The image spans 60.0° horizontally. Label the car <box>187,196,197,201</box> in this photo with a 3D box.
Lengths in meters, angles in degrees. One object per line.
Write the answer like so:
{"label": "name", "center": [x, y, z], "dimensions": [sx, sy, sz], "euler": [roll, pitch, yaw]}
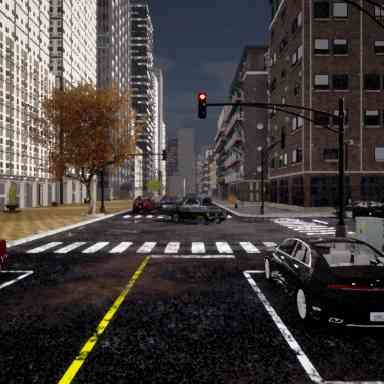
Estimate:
{"label": "car", "center": [0.068, 1.619, 68.936], "dimensions": [1.994, 1.385, 4.181], "euler": [0, 0, 0]}

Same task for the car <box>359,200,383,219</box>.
{"label": "car", "center": [14.727, 1.345, 23.789], "dimensions": [4.181, 1.385, 1.994], "euler": [-1, 0, -1]}

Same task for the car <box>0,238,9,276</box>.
{"label": "car", "center": [-5.695, 1.545, 6.942], "dimensions": [1.887, 1.381, 4.507], "euler": [0, 0, 0]}

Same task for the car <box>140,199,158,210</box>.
{"label": "car", "center": [-5.710, 1.592, 44.853], "dimensions": [1.947, 1.339, 4.313], "euler": [0, 0, 0]}

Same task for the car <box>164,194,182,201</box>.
{"label": "car", "center": [-3.109, 1.391, 55.930], "dimensions": [2.097, 1.767, 4.553], "euler": [0, 0, 0]}

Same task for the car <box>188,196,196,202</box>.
{"label": "car", "center": [-0.032, 1.625, 78.883], "dimensions": [1.994, 1.385, 4.181], "euler": [0, 0, 0]}

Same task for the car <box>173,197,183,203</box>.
{"label": "car", "center": [-3.029, 1.643, 70.828], "dimensions": [1.895, 1.301, 4.718], "euler": [0, 0, 0]}

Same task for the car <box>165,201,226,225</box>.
{"label": "car", "center": [0.322, 1.609, 24.339], "dimensions": [1.895, 1.301, 4.718], "euler": [0, 0, -38]}

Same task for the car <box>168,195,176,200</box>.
{"label": "car", "center": [-5.730, 1.654, 94.558], "dimensions": [2.008, 1.369, 4.403], "euler": [0, 0, 0]}

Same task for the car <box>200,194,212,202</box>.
{"label": "car", "center": [2.664, 1.611, 61.424], "dimensions": [1.947, 1.339, 4.313], "euler": [0, 0, 0]}

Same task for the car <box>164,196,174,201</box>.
{"label": "car", "center": [-5.726, 1.632, 83.513], "dimensions": [2.008, 1.369, 4.403], "euler": [0, 0, 0]}

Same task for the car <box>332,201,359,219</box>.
{"label": "car", "center": [13.414, 1.350, 26.355], "dimensions": [4.403, 1.369, 2.008], "euler": [-1, 1, -1]}

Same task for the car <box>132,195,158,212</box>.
{"label": "car", "center": [-5.709, 1.336, 39.330], "dimensions": [2.192, 1.841, 5.009], "euler": [0, 0, 0]}

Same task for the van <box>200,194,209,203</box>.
{"label": "van", "center": [2.659, 1.402, 72.471], "dimensions": [1.690, 1.788, 3.998], "euler": [0, 0, 0]}

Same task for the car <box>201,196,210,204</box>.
{"label": "car", "center": [2.662, 1.578, 67.117], "dimensions": [1.752, 1.417, 4.829], "euler": [0, 0, 0]}

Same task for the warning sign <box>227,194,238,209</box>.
{"label": "warning sign", "center": [5.052, 1.139, 41.459], "dimensions": [1.300, 1.860, 1.060], "euler": [0, 0, 0]}

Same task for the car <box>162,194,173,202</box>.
{"label": "car", "center": [-5.724, 1.386, 77.990], "dimensions": [2.192, 1.841, 5.009], "euler": [0, 0, 0]}

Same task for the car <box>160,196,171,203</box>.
{"label": "car", "center": [-5.722, 1.627, 72.467], "dimensions": [1.947, 1.339, 4.313], "euler": [0, 0, 0]}

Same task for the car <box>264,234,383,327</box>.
{"label": "car", "center": [2.685, 1.551, 6.945], "dimensions": [2.008, 1.369, 4.403], "euler": [0, 0, 0]}

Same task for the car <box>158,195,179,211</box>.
{"label": "car", "center": [-3.115, 1.514, 40.628], "dimensions": [2.128, 1.511, 4.902], "euler": [0, 0, 0]}
